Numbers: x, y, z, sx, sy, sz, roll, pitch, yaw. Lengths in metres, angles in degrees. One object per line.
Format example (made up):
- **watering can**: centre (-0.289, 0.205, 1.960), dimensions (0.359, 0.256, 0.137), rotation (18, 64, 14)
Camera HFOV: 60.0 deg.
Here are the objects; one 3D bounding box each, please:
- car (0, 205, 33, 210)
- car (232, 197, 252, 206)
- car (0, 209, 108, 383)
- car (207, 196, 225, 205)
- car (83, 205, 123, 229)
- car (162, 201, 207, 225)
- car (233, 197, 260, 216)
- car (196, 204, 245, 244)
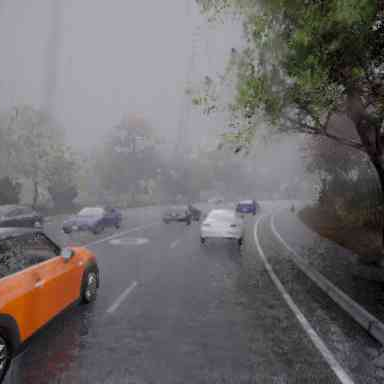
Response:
- **car**: centre (-9.229, 1.454, 16.272), dimensions (1.837, 1.490, 4.892), rotation (0, 0, 8)
- **car**: centre (8.709, 1.560, 57.801), dimensions (1.994, 1.385, 4.181), rotation (0, 0, 30)
- **car**: centre (-3.101, 1.337, 5.263), dimensions (2.097, 1.767, 4.553), rotation (0, 0, 3)
- **car**: centre (4.100, 1.458, 56.669), dimensions (2.128, 1.511, 4.902), rotation (0, 0, 28)
- **car**: centre (-5.343, 1.490, 18.594), dimensions (1.812, 1.442, 4.674), rotation (0, 0, 10)
- **car**: centre (-0.607, 1.530, 23.821), dimensions (2.033, 1.411, 5.357), rotation (0, 0, 13)
- **car**: centre (5.672, 1.486, 33.342), dimensions (1.882, 1.535, 5.008), rotation (0, 0, 18)
- **car**: centre (1.500, 1.524, 15.839), dimensions (1.812, 1.442, 4.674), rotation (0, 0, 9)
